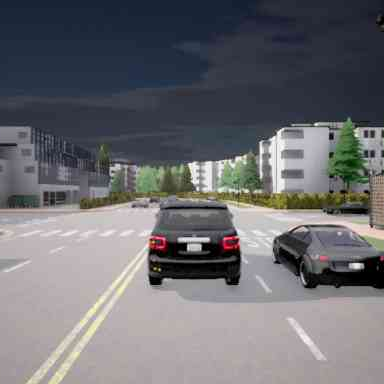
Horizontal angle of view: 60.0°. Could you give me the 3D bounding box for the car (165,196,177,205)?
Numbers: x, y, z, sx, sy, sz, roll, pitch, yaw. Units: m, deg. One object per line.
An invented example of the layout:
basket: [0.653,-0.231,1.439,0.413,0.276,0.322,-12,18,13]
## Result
car: [-3.933,1.532,62.486,1.837,1.490,4.892,0,0,0]

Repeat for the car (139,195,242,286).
car: [0.063,1.227,9.547,2.150,2.045,5.566,0,0,0]

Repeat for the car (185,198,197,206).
car: [-0.192,1.624,54.775,1.895,1.301,4.718,0,0,-1]

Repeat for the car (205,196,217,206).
car: [3.276,1.502,57.878,1.882,1.535,5.008,0,0,-1]

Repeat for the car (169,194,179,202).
car: [-4.163,1.388,77.399,2.097,1.767,4.553,0,0,-5]

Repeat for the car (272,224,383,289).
car: [3.564,1.568,9.192,1.994,1.385,4.181,0,0,0]

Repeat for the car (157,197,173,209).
car: [-3.811,1.525,47.513,1.837,1.490,4.892,0,0,0]

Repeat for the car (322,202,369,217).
car: [14.838,1.597,31.307,4.718,1.301,1.895,0,0,-1]

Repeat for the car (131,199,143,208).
car: [-7.307,1.621,46.767,1.895,1.301,4.718,0,0,0]
